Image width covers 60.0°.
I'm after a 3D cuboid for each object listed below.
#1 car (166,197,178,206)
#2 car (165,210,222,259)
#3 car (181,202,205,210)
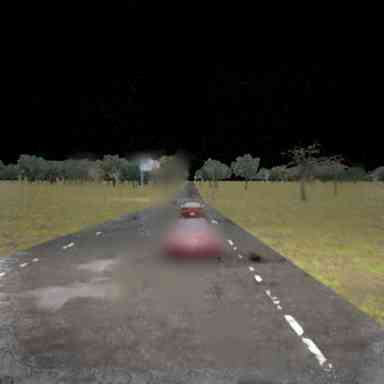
[{"bbox_3d":[-3.527,1.668,58.473,2.033,1.411,5.357,0,0,1],"label":"car"},{"bbox_3d":[0.050,1.609,12.842,1.994,1.385,4.181,0,0,1],"label":"car"},{"bbox_3d":[0.060,1.563,28.754,1.882,1.535,5.008,0,0,1],"label":"car"}]
